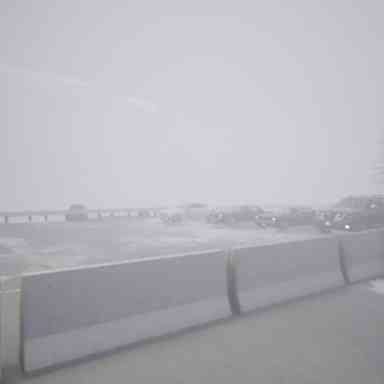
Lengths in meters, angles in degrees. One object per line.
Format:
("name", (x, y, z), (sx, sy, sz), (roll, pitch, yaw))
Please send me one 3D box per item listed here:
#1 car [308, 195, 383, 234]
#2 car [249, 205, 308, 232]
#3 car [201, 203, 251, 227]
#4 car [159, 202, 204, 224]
("car", (9.101, 1.198, 17.719), (5.566, 2.045, 2.150), (0, 0, -29))
("car", (6.021, 1.569, 19.991), (4.718, 1.301, 1.895), (0, 0, -30))
("car", (3.298, 1.561, 22.463), (4.718, 1.301, 1.895), (0, 0, -30))
("car", (-0.162, 1.477, 24.470), (4.674, 1.442, 1.812), (0, 0, -30))
